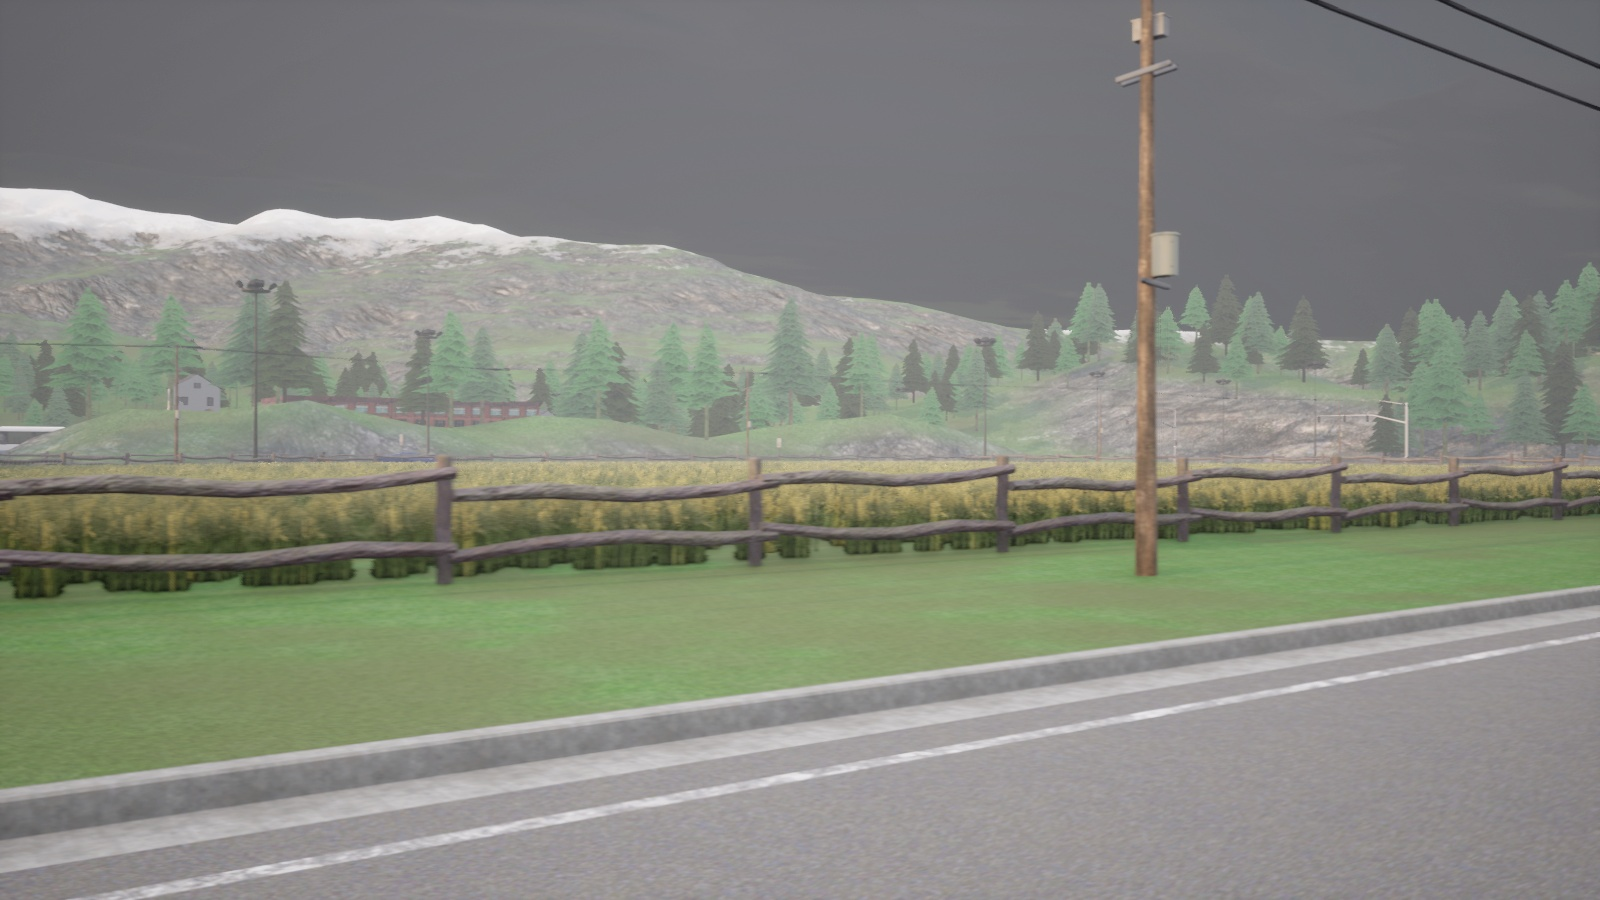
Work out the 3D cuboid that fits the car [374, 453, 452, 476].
[{"bbox_3d":[-27.495,0.999,89.279,5.008,1.535,1.882,0,0,-35],"label":"car"}]
